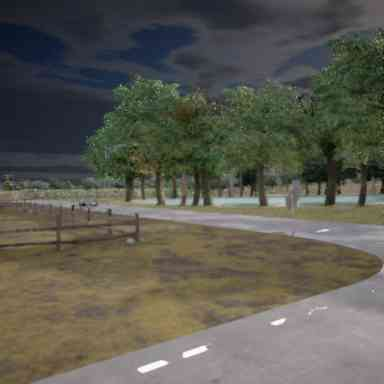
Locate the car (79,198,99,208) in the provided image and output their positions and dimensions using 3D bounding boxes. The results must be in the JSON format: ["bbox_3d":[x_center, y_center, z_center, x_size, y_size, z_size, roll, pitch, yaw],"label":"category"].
[{"bbox_3d":[-16.085,1.649,51.802,2.128,1.511,4.902,-3,2,-35],"label":"car"}]
